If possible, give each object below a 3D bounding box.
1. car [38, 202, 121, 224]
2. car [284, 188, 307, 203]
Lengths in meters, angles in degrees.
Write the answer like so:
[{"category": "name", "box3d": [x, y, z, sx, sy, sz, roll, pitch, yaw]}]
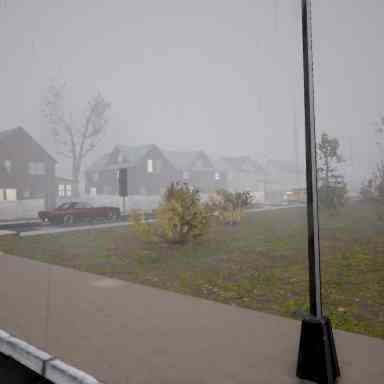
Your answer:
[{"category": "car", "box3d": [-6.740, 1.252, 20.469, 1.895, 1.301, 4.718, -2, -1, 43]}, {"category": "car", "box3d": [13.949, 0.593, 42.280, 1.882, 1.535, 5.008, -2, -1, 44]}]
